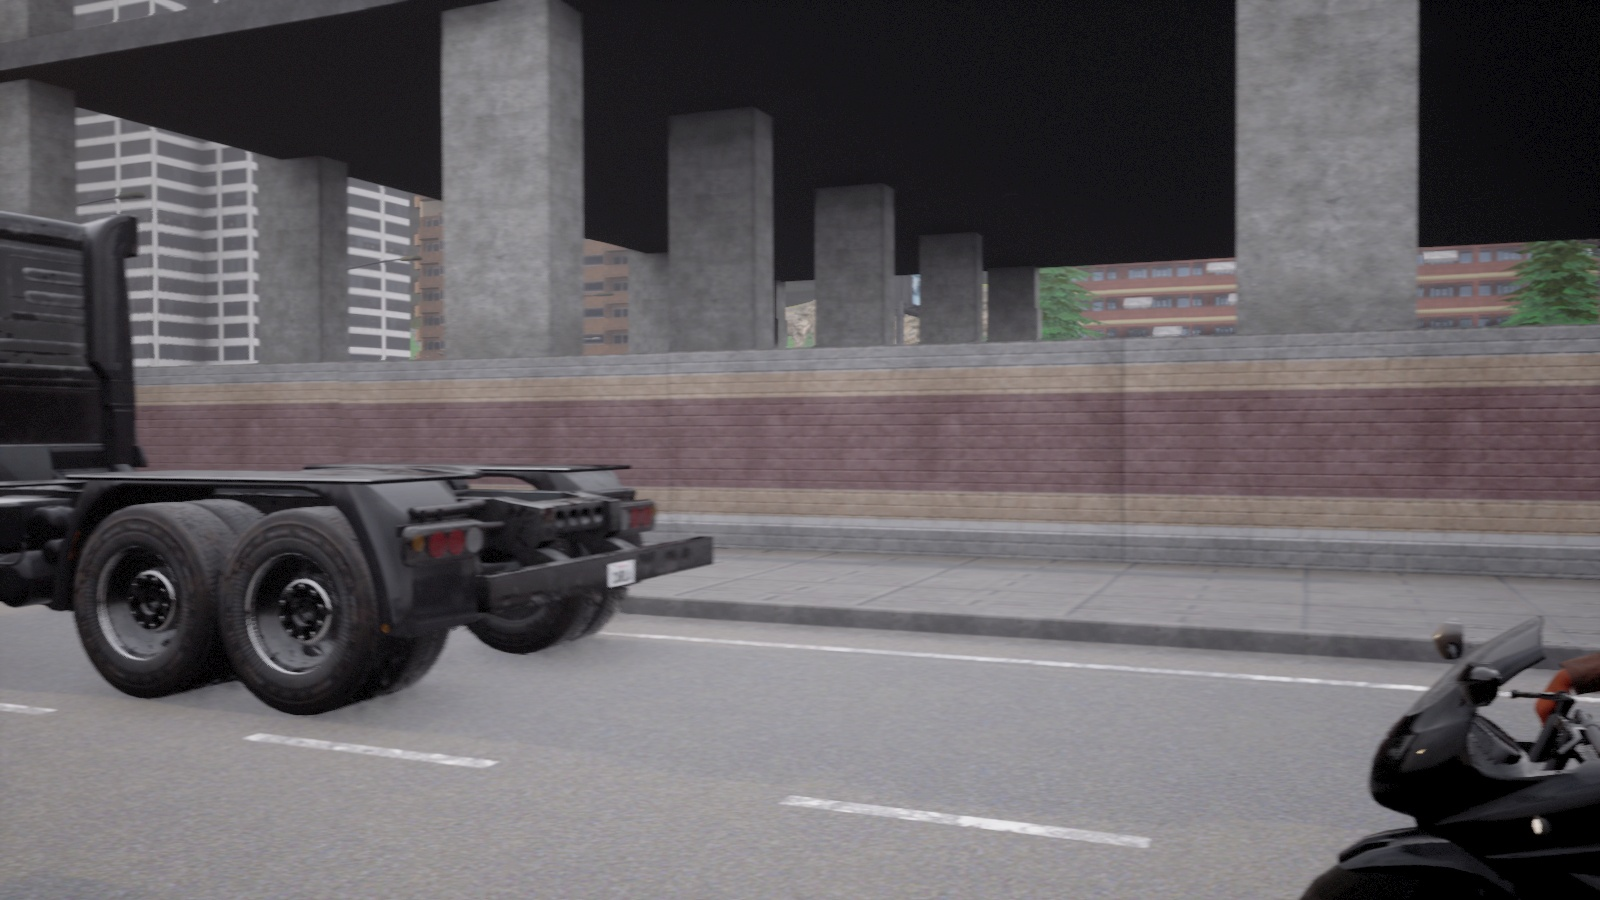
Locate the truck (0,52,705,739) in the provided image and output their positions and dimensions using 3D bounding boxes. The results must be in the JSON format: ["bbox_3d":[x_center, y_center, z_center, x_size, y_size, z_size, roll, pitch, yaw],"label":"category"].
[{"bbox_3d":[-4.908,-0.324,9.178,7.936,3.462,2.891,1,1,22],"label":"truck"}]

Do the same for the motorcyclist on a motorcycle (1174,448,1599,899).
[{"bbox_3d":[1.882,0.772,2.613,2.044,1.523,0.797,1,1,22],"label":"motorcyclist on a motorcycle"}]
